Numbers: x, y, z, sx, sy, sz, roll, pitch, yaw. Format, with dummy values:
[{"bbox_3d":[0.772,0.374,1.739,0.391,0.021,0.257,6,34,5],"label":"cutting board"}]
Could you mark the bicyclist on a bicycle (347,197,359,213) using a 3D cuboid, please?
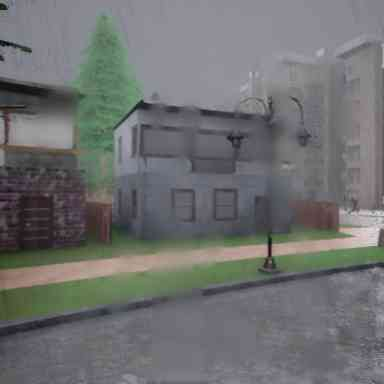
[{"bbox_3d":[16.654,1.378,34.332,1.656,1.620,0.582,0,0,-22],"label":"bicyclist on a bicycle"}]
